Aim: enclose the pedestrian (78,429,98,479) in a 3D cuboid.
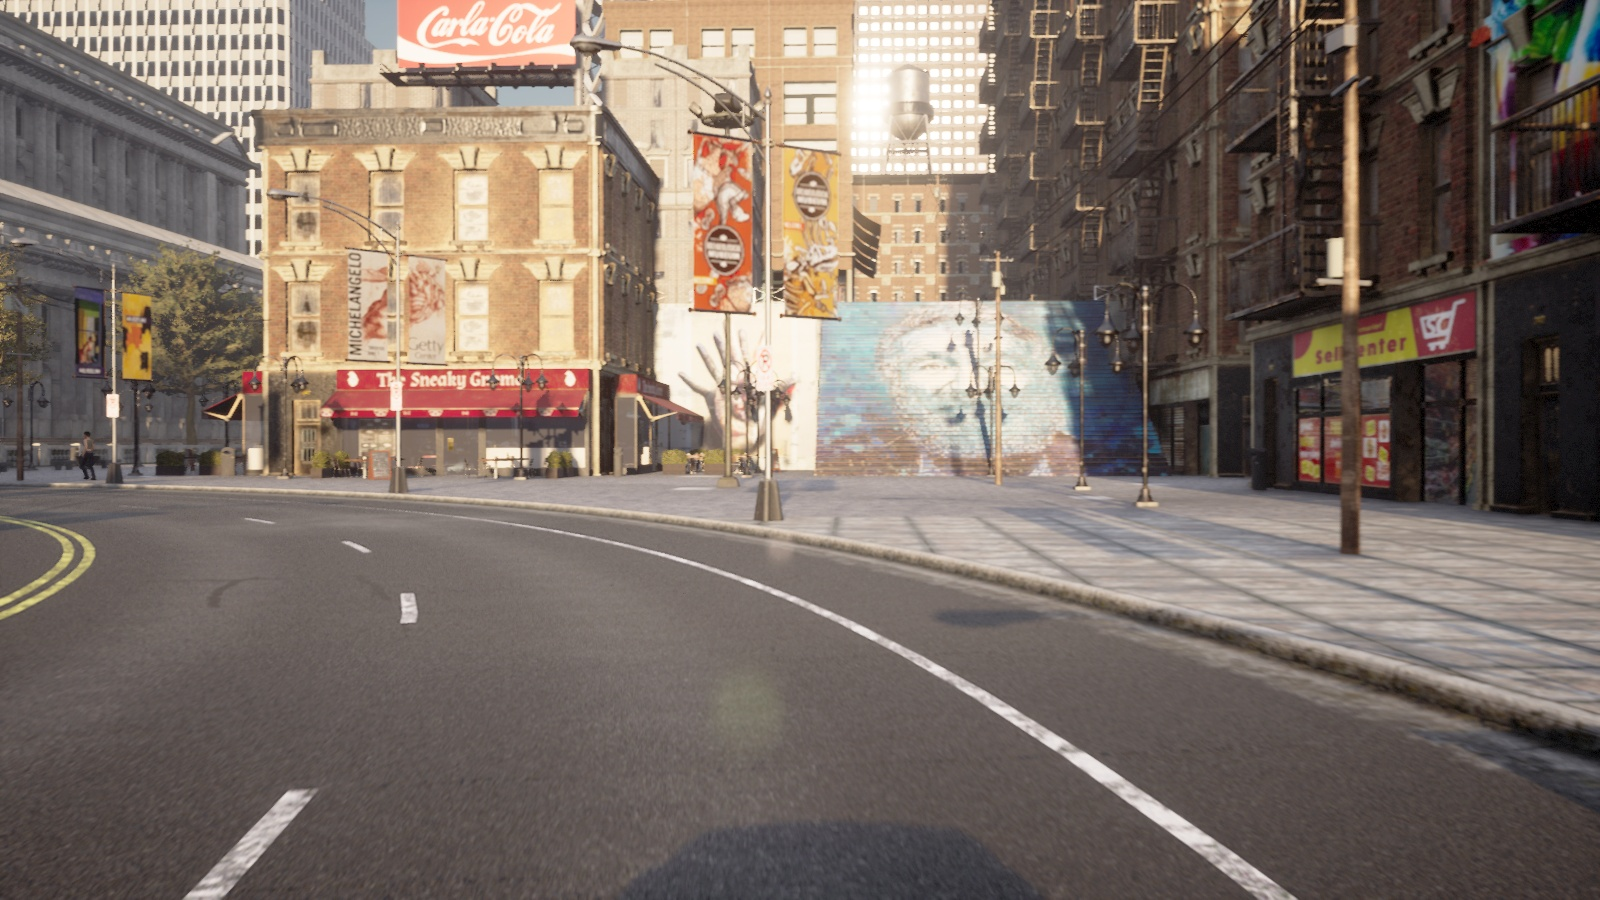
[{"bbox_3d":[-26.131,0.141,46.100,0.594,1.836,0.345,0,0,19],"label":"pedestrian"}]
